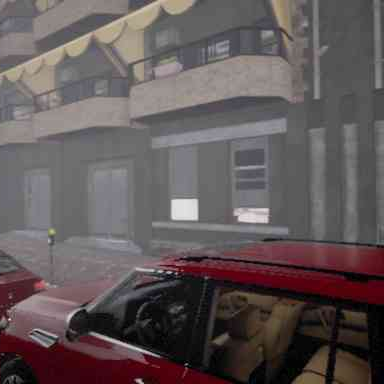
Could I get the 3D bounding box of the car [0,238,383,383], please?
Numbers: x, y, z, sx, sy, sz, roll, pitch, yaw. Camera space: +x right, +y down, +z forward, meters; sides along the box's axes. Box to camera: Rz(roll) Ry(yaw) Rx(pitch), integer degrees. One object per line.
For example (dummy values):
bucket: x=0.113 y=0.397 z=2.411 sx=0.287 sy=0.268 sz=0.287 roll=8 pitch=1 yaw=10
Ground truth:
car: x=0.413 y=1.315 z=2.600 sx=5.009 sy=1.841 sz=2.192 roll=0 pitch=-1 yaw=36
